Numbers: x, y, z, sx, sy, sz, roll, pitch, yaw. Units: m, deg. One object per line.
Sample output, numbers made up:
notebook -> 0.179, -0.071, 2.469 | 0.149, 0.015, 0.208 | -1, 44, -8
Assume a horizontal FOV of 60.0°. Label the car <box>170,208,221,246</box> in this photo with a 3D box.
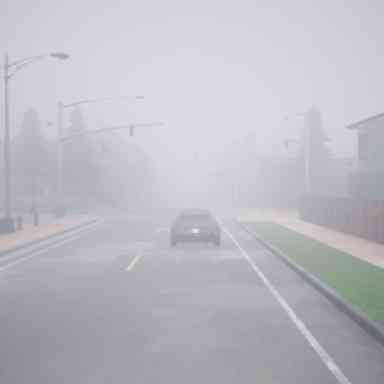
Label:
car -> 0.128, 1.354, 14.070 | 1.994, 1.385, 4.181 | 0, 1, 0
